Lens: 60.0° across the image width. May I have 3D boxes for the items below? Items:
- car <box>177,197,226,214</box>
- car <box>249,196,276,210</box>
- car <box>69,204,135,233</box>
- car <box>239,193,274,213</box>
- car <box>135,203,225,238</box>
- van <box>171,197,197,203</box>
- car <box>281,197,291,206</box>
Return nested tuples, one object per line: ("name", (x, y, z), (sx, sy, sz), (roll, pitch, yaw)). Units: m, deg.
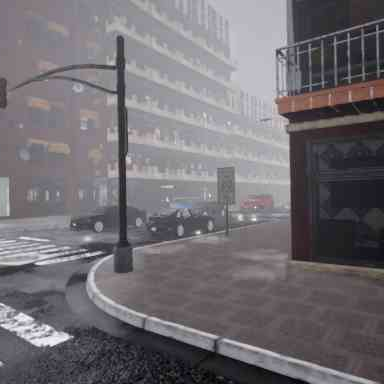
("car", (1.169, 1.476, 28.360), (1.837, 1.490, 4.892), (-1, -1, 35))
("car", (9.324, 1.427, 44.009), (1.967, 1.590, 4.097), (-1, -1, 36))
("car", (-4.876, 1.473, 19.908), (1.882, 1.535, 5.008), (-1, -1, 36))
("car", (7.252, 1.171, 36.868), (2.150, 2.045, 5.566), (-1, -1, 36))
("car", (-0.463, 1.433, 16.769), (2.008, 1.369, 4.403), (-1, -1, 36))
("van", (-0.397, 1.361, 30.414), (1.690, 1.788, 3.998), (-1, -1, 36))
("car", (15.706, 1.492, 52.932), (1.752, 1.417, 4.829), (-1, -1, 36))
